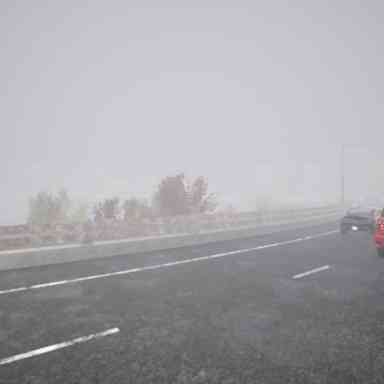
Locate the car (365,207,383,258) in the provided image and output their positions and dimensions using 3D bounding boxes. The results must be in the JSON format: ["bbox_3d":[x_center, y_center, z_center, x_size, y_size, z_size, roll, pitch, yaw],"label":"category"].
[{"bbox_3d":[8.508,1.294,12.084,5.566,2.045,2.150,1,-1,-44],"label":"car"}]

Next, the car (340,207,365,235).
[{"bbox_3d":[9.937,1.608,18.807,1.837,1.490,4.892,0,0,42],"label":"car"}]
